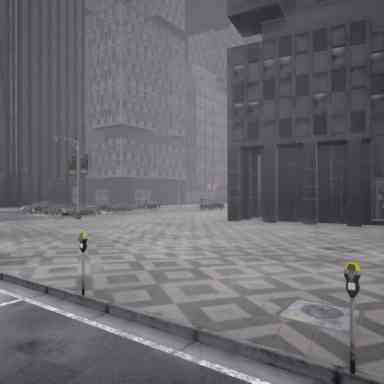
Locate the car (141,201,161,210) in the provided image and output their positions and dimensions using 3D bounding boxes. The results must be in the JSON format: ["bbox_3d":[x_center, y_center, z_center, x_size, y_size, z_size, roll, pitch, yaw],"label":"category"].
[{"bbox_3d":[-7.769,2.356,59.644,1.882,1.535,5.008,0,-1,36],"label":"car"}]

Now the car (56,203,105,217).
[{"bbox_3d":[-12.168,2.014,36.516,1.994,1.385,4.181,0,-1,36],"label":"car"}]

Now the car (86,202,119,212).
[{"bbox_3d":[-13.780,2.283,51.335,1.895,1.301,4.718,0,-1,36],"label":"car"}]

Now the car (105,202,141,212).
[{"bbox_3d":[-10.696,2.237,50.060,2.033,1.411,5.357,0,-1,36],"label":"car"}]

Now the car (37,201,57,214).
[{"bbox_3d":[-16.659,2.059,41.763,1.994,1.385,4.181,0,-1,35],"label":"car"}]

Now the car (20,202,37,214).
[{"bbox_3d":[-19.644,1.983,43.158,2.128,1.511,4.902,0,-1,36],"label":"car"}]

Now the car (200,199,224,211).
[{"bbox_3d":[3.541,2.188,58.439,2.150,2.045,5.566,0,-1,36],"label":"car"}]
